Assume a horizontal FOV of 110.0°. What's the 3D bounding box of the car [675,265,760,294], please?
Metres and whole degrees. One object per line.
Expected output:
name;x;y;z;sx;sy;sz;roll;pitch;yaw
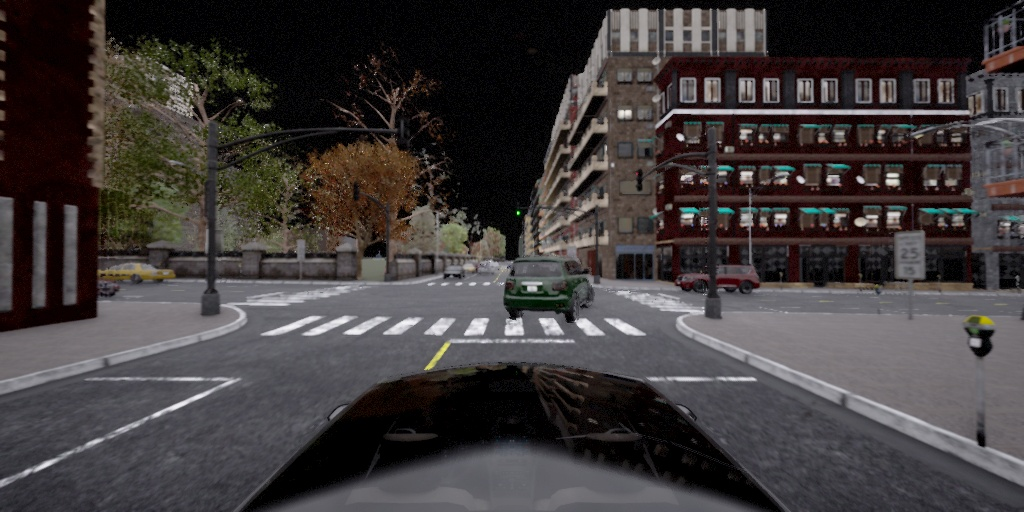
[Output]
car;13.450;1.502;23.551;5.009;1.841;2.192;0;0;-1

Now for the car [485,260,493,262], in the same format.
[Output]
car;-3.044;1.719;60.245;1.812;1.442;4.674;0;0;1

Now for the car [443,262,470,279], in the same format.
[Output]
car;-5.688;1.564;35.895;1.948;1.339;4.313;0;0;0

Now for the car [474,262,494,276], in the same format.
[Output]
car;-3.091;1.659;43.594;1.895;1.301;4.718;0;0;0

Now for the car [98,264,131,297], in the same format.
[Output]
car;-18.962;1.098;14.867;4.207;1.307;1.802;0;0;-1

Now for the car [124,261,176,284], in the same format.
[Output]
car;-24.742;1.031;23.194;4.829;1.417;1.751;0;0;-1

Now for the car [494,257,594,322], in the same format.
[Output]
car;1.486;1.054;13.001;2.150;2.045;5.566;-1;0;20

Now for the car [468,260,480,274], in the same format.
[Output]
car;-5.687;1.612;46.985;1.751;1.417;4.829;0;0;0

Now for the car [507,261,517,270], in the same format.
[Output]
car;0.003;1.705;64.199;1.882;1.535;5.008;0;0;0

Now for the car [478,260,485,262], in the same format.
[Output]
car;-5.687;1.447;52.785;2.192;1.841;5.009;0;0;0
